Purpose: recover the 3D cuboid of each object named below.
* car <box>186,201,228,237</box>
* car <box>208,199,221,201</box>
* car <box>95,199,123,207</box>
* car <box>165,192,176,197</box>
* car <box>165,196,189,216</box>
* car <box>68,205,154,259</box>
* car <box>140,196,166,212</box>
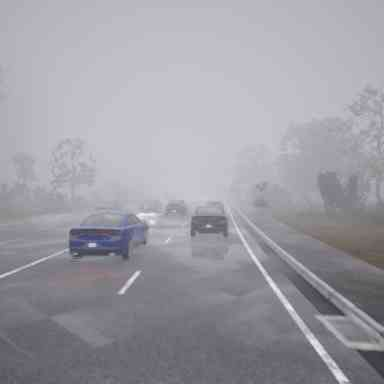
[{"bbox_3d":[0.973,1.470,18.261,1.882,1.535,5.008,0,0,4],"label":"car"},{"bbox_3d":[2.446,1.476,36.331,2.128,1.511,4.902,0,0,5],"label":"car"},{"bbox_3d":[-8.468,1.459,34.226,1.837,1.490,4.892,0,0,5],"label":"car"},{"bbox_3d":[-4.860,0.897,75.311,2.150,2.045,5.566,0,0,5],"label":"car"},{"bbox_3d":[-1.395,1.481,32.449,1.837,1.490,4.892,0,0,5],"label":"car"},{"bbox_3d":[-2.916,1.463,12.603,1.882,1.535,5.008,0,0,3],"label":"car"},{"bbox_3d":[-4.654,1.454,37.699,2.128,1.511,4.902,0,0,5],"label":"car"}]
